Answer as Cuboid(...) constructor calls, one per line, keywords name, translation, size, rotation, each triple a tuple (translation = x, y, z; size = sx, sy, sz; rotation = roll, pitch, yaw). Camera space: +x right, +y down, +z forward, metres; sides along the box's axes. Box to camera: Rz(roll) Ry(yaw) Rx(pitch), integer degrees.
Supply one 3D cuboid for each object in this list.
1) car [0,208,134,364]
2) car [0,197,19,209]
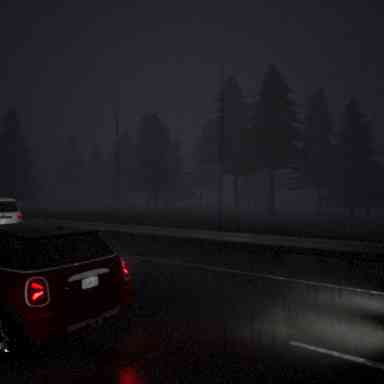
Cuboid(name="car", translation=(-3.263, 1.352, 6.078), size=(4.553, 1.767, 2.097), rotation=(0, 0, 34))
Cuboid(name="car", translation=(-9.547, 1.224, 14.206), size=(5.566, 2.045, 2.150), rotation=(0, 0, 31))
